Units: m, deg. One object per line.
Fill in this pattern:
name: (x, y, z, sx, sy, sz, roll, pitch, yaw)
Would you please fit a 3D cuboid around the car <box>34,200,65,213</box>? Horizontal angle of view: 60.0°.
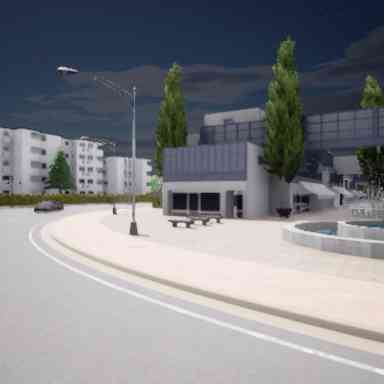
car: (-16.927, 1.681, 39.727, 1.994, 1.385, 4.181, 0, 0, 7)
